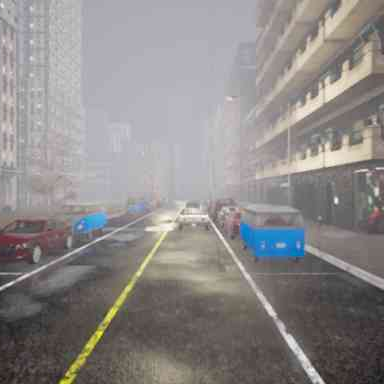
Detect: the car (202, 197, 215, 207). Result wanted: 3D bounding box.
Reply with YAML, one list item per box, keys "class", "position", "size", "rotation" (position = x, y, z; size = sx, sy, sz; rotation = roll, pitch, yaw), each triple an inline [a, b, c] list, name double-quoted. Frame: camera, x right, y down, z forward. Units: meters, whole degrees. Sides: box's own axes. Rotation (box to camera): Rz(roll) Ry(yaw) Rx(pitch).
- class: "car"
  position: [2.694, 1.666, 56.127]
  size: [1.967, 1.590, 4.097]
  rotation: [0, 0, 0]

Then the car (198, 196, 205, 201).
- class: "car"
  position: [2.701, 1.957, 94.818]
  size: [1.887, 1.381, 4.507]
  rotation: [0, 0, 0]

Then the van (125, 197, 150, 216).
- class: "van"
  position: [-5.691, 1.471, 34.019]
  size: [1.690, 1.788, 3.998]
  rotation: [0, 0, 0]

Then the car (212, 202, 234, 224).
- class: "car"
  position: [2.689, 1.636, 22.961]
  size: [2.008, 1.369, 4.403]
  rotation: [0, 0, 0]

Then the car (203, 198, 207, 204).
- class: "car"
  position: [2.692, 1.719, 39.543]
  size: [1.947, 1.339, 4.313]
  rotation: [0, 0, 0]

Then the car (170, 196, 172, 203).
- class: "car"
  position: [-5.684, 1.828, 67.183]
  size: [2.008, 1.369, 4.403]
  rotation: [0, 0, 0]

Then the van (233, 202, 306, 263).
- class: "van"
  position: [2.686, 1.385, 11.906]
  size: [1.690, 1.788, 3.998]
  rotation: [0, 0, 0]

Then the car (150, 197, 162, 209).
- class: "car"
  position: [-5.688, 1.727, 45.074]
  size: [2.008, 1.369, 4.403]
  rotation: [0, 0, 0]

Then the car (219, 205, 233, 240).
- class: "car"
  position: [2.688, 1.609, 17.434]
  size: [1.887, 1.381, 4.507]
  rotation: [0, 0, 0]

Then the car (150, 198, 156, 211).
- class: "car"
  position: [-5.688, 1.735, 39.545]
  size: [1.802, 1.307, 4.206]
  rotation: [0, 0, 0]

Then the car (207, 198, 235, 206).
- class: "car"
  position: [2.688, 1.422, 28.490]
  size: [2.192, 1.841, 5.009]
  rotation: [0, 0, 0]

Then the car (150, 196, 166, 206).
- class: "car"
  position: [-5.688, 1.516, 50.602]
  size: [2.192, 1.841, 5.009]
  rotation: [0, 0, 0]

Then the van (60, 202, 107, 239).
- class: "van"
  position: [-5.693, 1.405, 17.436]
  size: [1.690, 1.788, 3.998]
  rotation: [0, 0, 0]

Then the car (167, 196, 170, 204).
- class: "car"
  position: [-5.685, 1.796, 61.656]
  size: [1.887, 1.381, 4.507]
  rotation: [0, 0, 0]

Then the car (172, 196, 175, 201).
- class: "car"
  position: [-5.683, 1.769, 78.239]
  size: [1.967, 1.590, 4.097]
  rotation: [0, 0, 0]

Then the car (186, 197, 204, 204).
- class: "car"
  position: [0.109, 1.668, 45.131]
  size: [2.128, 1.511, 4.902]
  rotation: [0, 0, 0]

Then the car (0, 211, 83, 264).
- class: "car"
  position: [-5.693, 1.588, 11.908]
  size: [1.887, 1.381, 4.507]
  rotation: [0, 0, 0]

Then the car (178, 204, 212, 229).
- class: "car"
  position: [0.105, 1.683, 22.060]
  size: [1.895, 1.301, 4.718]
  rotation: [0, 0, 0]
